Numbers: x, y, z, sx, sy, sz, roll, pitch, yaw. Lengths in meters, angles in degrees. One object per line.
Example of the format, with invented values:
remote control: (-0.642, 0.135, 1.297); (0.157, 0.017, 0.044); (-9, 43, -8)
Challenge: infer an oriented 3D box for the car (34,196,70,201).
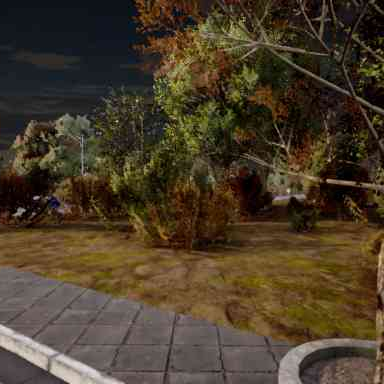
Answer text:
car: (-17.523, 1.247, 41.286); (1.882, 1.535, 5.008); (0, 0, 32)

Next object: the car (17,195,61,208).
car: (-20.038, 1.222, 43.862); (1.882, 1.535, 5.008); (0, 0, 32)
